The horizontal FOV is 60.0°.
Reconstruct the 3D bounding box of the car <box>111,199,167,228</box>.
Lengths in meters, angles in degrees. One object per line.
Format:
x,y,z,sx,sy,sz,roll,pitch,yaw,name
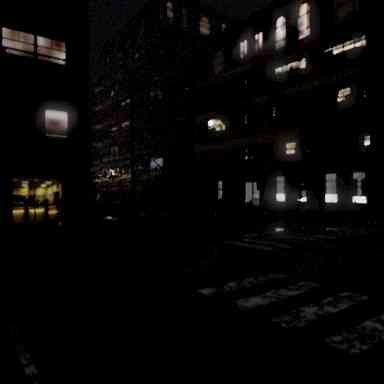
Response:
-3.267,1.333,21.385,1.967,1.590,4.097,-1,0,-36,car

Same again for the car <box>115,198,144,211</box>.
-7.874,1.521,41.477,1.947,1.339,4.313,-1,0,-36,car

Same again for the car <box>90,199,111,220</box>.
-7.753,1.509,27.645,1.947,1.339,4.313,-1,0,-36,car

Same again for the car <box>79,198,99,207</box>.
-16.578,1.638,53.547,1.802,1.307,4.206,-1,0,-36,car

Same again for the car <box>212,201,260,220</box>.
3.336,1.380,26.146,2.008,1.369,4.403,-1,0,-36,car
